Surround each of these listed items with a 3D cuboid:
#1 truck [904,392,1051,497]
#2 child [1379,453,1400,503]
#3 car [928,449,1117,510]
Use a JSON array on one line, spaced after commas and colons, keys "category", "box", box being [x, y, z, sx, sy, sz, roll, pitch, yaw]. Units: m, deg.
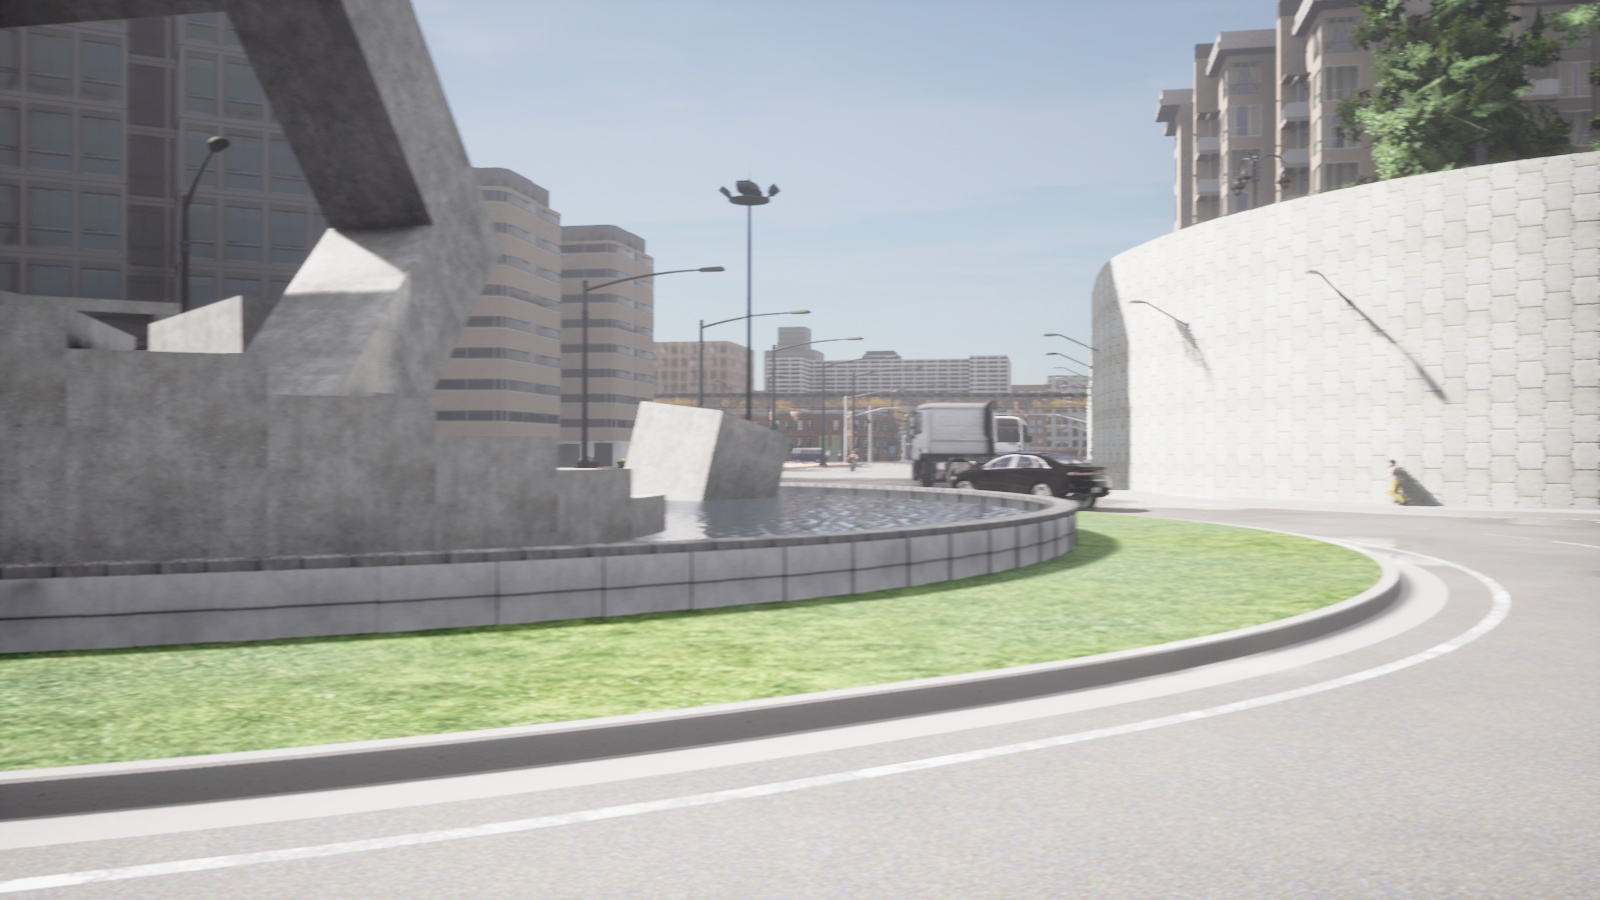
[{"category": "truck", "box": [6.227, -0.170, 45.511, 2.891, 3.462, 7.936, 0, 0, -11]}, {"category": "child", "box": [15.146, 0.710, 32.263, 0.437, 1.263, 0.270, 0, 0, 36]}, {"category": "car", "box": [5.906, 0.749, 33.898, 2.128, 1.511, 4.902, 0, 0, -36]}]
